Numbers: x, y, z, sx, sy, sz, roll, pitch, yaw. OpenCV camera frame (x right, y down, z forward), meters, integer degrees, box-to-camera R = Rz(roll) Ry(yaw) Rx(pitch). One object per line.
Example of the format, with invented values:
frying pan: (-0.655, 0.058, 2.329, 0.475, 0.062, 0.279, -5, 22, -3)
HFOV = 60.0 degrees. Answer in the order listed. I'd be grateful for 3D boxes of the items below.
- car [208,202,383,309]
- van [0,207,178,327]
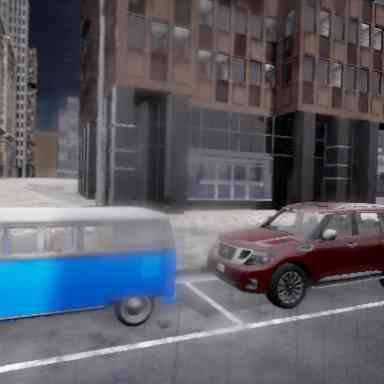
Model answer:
car: (2.880, 1.178, 7.447, 5.009, 1.841, 2.192, 1, 2, -23)
van: (-2.190, 1.132, 5.253, 3.998, 1.788, 1.690, 1, 2, -23)
